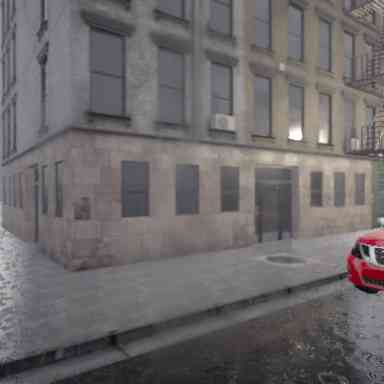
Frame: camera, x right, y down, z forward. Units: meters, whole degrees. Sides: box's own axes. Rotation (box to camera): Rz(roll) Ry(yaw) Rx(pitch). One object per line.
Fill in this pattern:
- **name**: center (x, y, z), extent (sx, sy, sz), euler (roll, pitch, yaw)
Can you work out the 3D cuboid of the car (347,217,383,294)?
- **car**: center (5.839, 1.171, 7.541), extent (5.566, 2.045, 2.150), euler (0, 0, -35)
